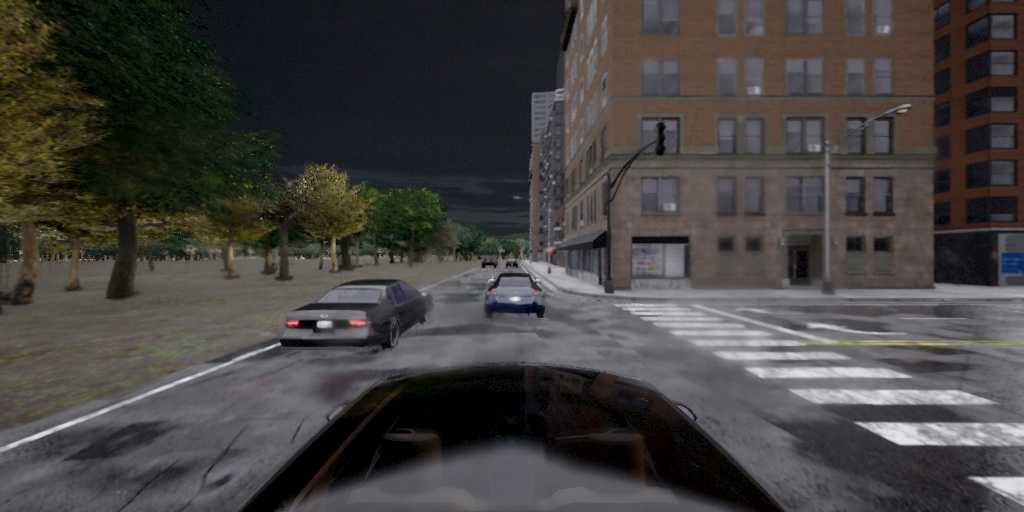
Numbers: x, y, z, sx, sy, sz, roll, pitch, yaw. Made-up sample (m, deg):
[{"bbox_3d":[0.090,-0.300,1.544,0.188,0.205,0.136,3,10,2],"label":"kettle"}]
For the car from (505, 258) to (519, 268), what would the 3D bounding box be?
[{"bbox_3d":[0.003,1.067,55.455,1.882,1.535,5.008,0,0,0],"label":"car"}]

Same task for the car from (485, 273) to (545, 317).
[{"bbox_3d":[0.103,1.299,13.076,1.994,1.385,4.181,0,0,0],"label":"car"}]

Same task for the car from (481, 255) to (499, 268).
[{"bbox_3d":[-3.497,0.811,55.483,2.150,2.045,5.566,0,0,0],"label":"car"}]

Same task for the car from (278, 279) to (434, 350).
[{"bbox_3d":[-3.403,1.286,9.025,2.033,1.411,5.357,0,0,0],"label":"car"}]
